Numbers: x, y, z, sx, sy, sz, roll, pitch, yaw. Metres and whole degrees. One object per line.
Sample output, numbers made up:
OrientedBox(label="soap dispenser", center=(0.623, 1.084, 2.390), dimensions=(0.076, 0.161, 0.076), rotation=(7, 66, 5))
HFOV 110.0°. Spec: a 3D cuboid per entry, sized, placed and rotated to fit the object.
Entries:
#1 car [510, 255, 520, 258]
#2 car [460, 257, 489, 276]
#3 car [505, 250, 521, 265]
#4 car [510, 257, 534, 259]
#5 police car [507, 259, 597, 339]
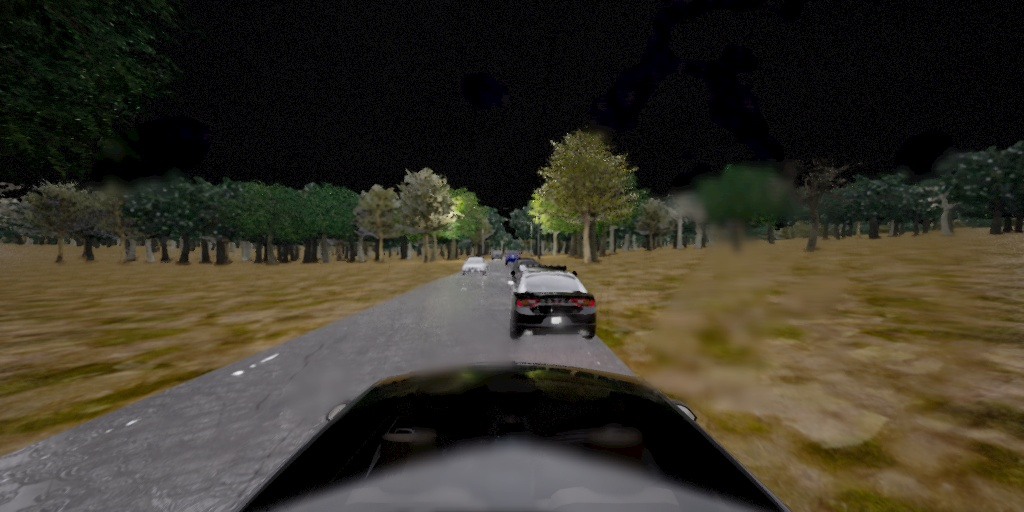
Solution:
OrientedBox(label="car", center=(0.934, 0.872, 25.662), dimensions=(1.837, 1.490, 4.892), rotation=(0, 1, 0))
OrientedBox(label="car", center=(-3.045, 0.822, 30.063), dimensions=(1.812, 1.442, 4.674), rotation=(0, 1, 0))
OrientedBox(label="car", center=(0.130, 0.184, 51.621), dimensions=(2.150, 2.045, 5.566), rotation=(0, 0, 0))
OrientedBox(label="car", center=(0.925, 0.986, 19.664), dimensions=(1.812, 1.442, 4.674), rotation=(0, 1, 0))
OrientedBox(label="police car", center=(0.910, 1.044, 9.772), dimensions=(1.930, 1.638, 5.238), rotation=(0, 1, 0))
